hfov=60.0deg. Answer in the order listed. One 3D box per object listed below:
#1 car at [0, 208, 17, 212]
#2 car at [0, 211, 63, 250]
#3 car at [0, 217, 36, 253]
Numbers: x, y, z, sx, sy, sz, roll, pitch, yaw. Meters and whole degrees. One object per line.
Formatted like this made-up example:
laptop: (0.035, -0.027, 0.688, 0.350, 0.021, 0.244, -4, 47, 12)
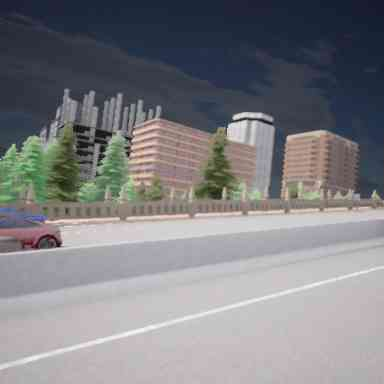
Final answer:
car: (-9.079, 1.480, 14.714, 5.008, 1.535, 1.882, 0, 0, -36)
car: (-6.911, 1.568, 11.960, 4.181, 1.385, 1.994, 0, 0, -36)
car: (-6.818, 1.538, 7.728, 5.357, 1.411, 2.033, 0, 0, -36)
